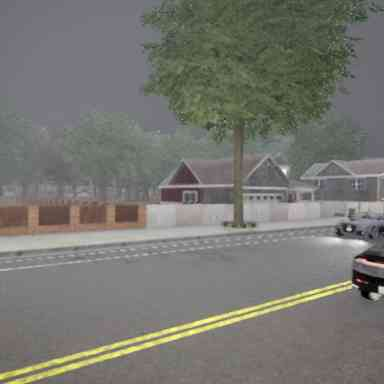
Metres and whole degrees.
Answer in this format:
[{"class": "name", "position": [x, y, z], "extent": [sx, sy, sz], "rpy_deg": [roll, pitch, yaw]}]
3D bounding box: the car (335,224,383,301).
[{"class": "car", "position": [5.466, 1.596, 7.358], "extent": [4.902, 1.511, 2.128], "rpy_deg": [1, -1, -36]}]

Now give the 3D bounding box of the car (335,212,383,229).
[{"class": "car", "position": [9.866, 1.808, 18.630], "extent": [4.181, 1.385, 1.994], "rpy_deg": [1, -1, -36]}]
